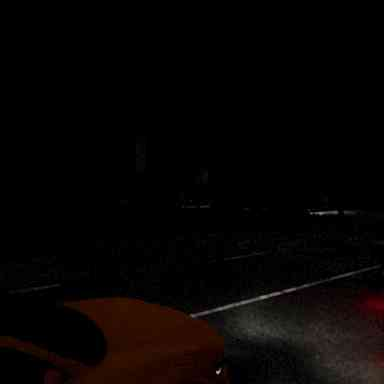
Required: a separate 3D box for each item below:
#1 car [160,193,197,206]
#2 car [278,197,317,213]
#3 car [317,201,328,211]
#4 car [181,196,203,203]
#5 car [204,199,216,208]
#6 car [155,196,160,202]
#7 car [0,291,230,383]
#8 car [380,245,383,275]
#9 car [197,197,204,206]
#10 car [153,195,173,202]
[{"bbox_3d":[-2.216,1.146,52.436,2.150,2.045,5.566,0,0,-39],"label":"car"},{"bbox_3d":[10.492,1.466,36.661,2.033,1.411,5.357,0,0,-39],"label":"car"},{"bbox_3d":[13.305,1.408,38.748,1.837,1.490,4.892,0,0,-39],"label":"car"},{"bbox_3d":[-0.104,1.482,66.862,1.895,1.301,4.718,0,0,-39],"label":"car"},{"bbox_3d":[4.339,1.399,44.293,1.882,1.535,5.008,0,0,-39],"label":"car"},{"bbox_3d":[-8.959,1.494,72.164,1.895,1.301,4.718,0,0,-38],"label":"car"},{"bbox_3d":[-1.937,1.476,2.348,5.008,1.535,1.882,0,0,-36],"label":"car"},{"bbox_3d":[6.708,1.505,8.558,4.892,1.490,1.837,0,0,-36],"label":"car"},{"bbox_3d":[1.207,1.510,53.765,1.895,1.301,4.718,0,0,-39],"label":"car"},{"bbox_3d":[-6.457,1.409,74.636,2.128,1.511,4.902,0,0,-38],"label":"car"}]
